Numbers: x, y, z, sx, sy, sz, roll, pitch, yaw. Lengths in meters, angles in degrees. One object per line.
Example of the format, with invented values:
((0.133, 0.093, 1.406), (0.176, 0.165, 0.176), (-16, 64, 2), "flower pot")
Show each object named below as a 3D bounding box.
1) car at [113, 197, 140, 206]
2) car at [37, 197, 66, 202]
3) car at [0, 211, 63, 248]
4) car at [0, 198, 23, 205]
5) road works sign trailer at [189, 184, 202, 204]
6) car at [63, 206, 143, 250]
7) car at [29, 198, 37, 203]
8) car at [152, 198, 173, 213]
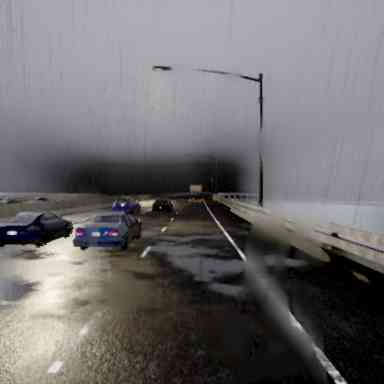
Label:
((-6.672, 1.299, 34.182), (2.097, 1.767, 4.553), (0, 0, 1), "car")
((-17.247, 1.480, 42.674), (2.033, 1.411, 5.357), (0, 0, 1), "car")
((-6.851, 1.542, 14.724), (1.994, 1.385, 4.181), (0, 0, 0), "car")
((-24.210, 1.495, 44.106), (1.994, 1.385, 4.181), (0, 0, 1), "car")
((0.741, 0.359, 63.334), (2.380, 3.560, 2.880), (0, 0, 1), "road works sign trailer")
((-3.357, 1.527, 14.189), (2.033, 1.411, 5.357), (0, 0, 0), "car")
((-20.676, 1.453, 45.732), (1.812, 1.442, 4.674), (0, 0, 1), "car")
((-3.148, 1.421, 36.141), (1.882, 1.535, 5.008), (0, 0, 1), "car")
